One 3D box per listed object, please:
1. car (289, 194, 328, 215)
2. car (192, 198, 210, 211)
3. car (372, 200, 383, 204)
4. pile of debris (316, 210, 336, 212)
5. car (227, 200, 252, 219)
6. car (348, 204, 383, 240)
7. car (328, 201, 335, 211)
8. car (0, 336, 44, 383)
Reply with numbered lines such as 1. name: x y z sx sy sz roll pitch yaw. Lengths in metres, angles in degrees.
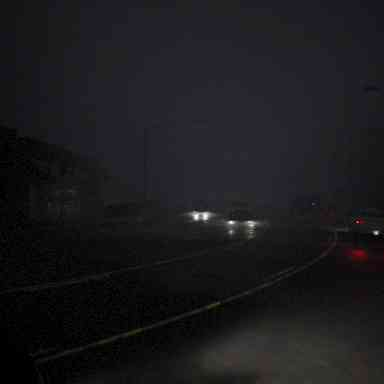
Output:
1. car: 11.555 1.213 33.947 2.150 2.045 5.566 0 0 2
2. car: 1.072 1.485 39.666 2.128 1.511 4.902 0 0 2
3. car: 14.342 1.341 24.689 2.097 1.767 4.553 0 0 8
4. pile of debris: 15.110 2.163 37.619 1.500 0.140 1.860 0 0 2
5. car: 4.081 1.472 28.803 1.882 1.535 5.008 0 0 4
6. car: 8.859 1.519 16.463 1.812 1.442 4.674 0 0 23
7. car: 15.236 1.588 39.709 1.895 1.301 4.718 0 0 2
8. car: -3.304 1.493 1.497 4.902 1.511 2.128 0 0 -32
